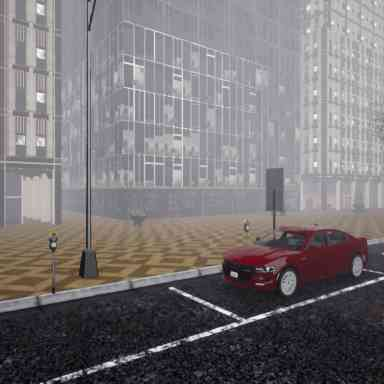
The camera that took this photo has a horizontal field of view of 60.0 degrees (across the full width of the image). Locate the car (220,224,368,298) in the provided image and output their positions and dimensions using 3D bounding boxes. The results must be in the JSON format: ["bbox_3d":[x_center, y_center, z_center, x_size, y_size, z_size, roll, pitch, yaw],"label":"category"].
[{"bbox_3d":[2.743,1.545,8.529,4.507,1.381,1.887,0,0,-36],"label":"car"}]
